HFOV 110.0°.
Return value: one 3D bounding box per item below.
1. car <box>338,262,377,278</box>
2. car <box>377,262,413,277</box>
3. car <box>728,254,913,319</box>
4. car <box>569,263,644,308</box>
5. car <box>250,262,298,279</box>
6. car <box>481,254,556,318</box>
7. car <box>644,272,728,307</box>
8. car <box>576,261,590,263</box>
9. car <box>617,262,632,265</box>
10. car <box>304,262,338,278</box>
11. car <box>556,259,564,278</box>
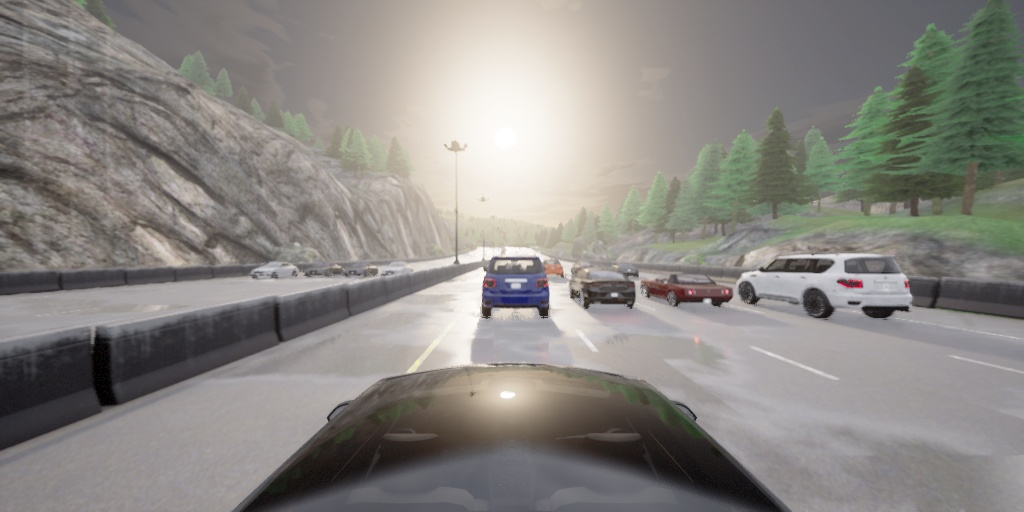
[{"bbox_3d":[-14.074,1.283,33.642,1.994,1.385,4.181,0,0,0],"label":"car"},{"bbox_3d":[-10.576,1.245,33.311,1.812,1.442,4.674,0,0,0],"label":"car"},{"bbox_3d":[10.606,0.961,12.847,2.150,2.045,5.566,0,0,0],"label":"car"},{"bbox_3d":[3.607,1.216,15.073,1.882,1.535,5.008,0,0,0],"label":"car"},{"bbox_3d":[-21.077,1.245,32.049,1.812,1.442,4.674,0,0,0],"label":"car"},{"bbox_3d":[0.098,0.961,13.137,2.150,2.045,5.566,0,0,0],"label":"car"},{"bbox_3d":[7.108,1.339,15.255,1.895,1.301,4.718,0,0,0],"label":"car"},{"bbox_3d":[7.121,1.245,36.032,1.812,1.442,4.674,0,0,0],"label":"car"},{"bbox_3d":[10.621,1.286,34.478,1.994,1.385,4.181,0,0,0],"label":"car"},{"bbox_3d":[-17.574,1.282,33.697,1.994,1.385,4.181,0,0,0],"label":"car"},{"bbox_3d":[3.619,1.072,34.154,2.097,1.767,4.553,0,0,0],"label":"car"}]
